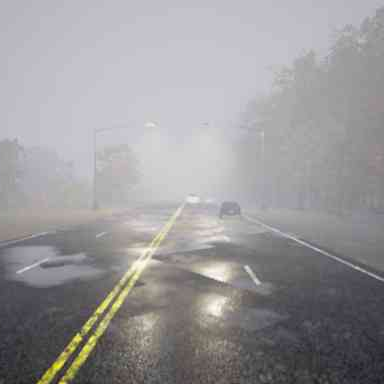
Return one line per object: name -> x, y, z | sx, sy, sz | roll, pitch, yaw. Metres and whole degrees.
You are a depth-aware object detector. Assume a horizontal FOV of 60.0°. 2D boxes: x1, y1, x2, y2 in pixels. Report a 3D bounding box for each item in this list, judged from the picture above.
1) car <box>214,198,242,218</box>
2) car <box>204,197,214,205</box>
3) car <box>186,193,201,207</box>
car -> 3.289, 1.523, 30.045 | 1.882, 1.535, 5.008 | -1, -1, 1
car -> 3.335, 1.597, 61.498 | 1.812, 1.442, 4.674 | -1, -1, 0
car -> 0.176, 1.247, 52.998 | 2.150, 2.045, 5.566 | 0, -1, 0
